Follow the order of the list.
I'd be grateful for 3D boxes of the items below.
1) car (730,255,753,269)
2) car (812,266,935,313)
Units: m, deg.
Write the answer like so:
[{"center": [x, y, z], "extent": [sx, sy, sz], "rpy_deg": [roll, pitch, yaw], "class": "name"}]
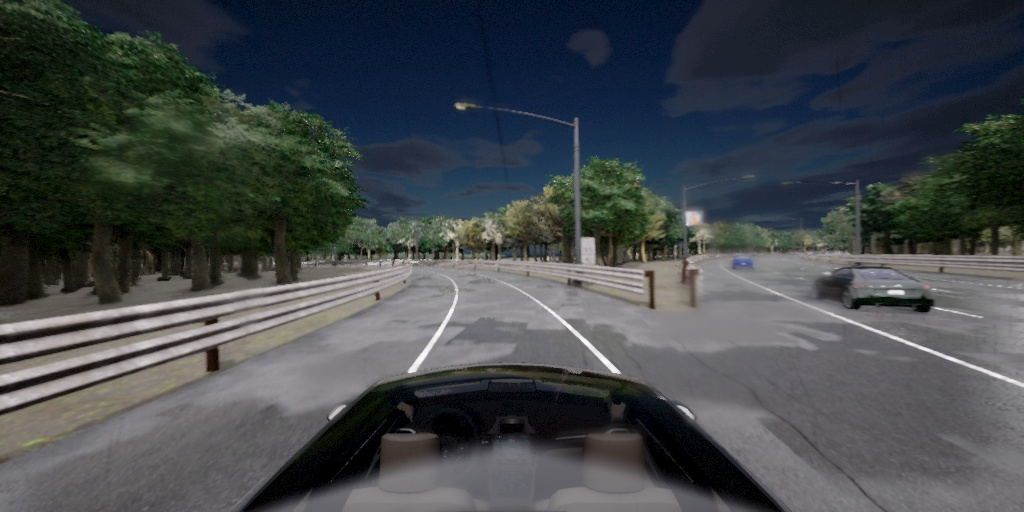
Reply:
[{"center": [25.591, 0.660, 39.974], "extent": [1.882, 1.535, 5.008], "rpy_deg": [-1, 0, 29], "class": "car"}, {"center": [12.424, 1.049, 12.686], "extent": [1.994, 1.385, 4.181], "rpy_deg": [-1, 0, 24], "class": "car"}]
